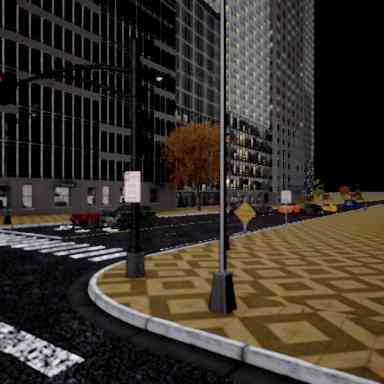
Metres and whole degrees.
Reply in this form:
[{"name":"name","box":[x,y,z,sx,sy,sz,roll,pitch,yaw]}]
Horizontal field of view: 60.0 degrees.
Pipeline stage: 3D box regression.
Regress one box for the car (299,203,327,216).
[{"name":"car","box":[16.177,2.349,44.291,1.837,1.490,4.892,0,-1,33]}]

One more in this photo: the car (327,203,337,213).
[{"name":"car","box":[21.776,2.505,53.056,1.882,1.535,5.008,0,-1,33]}]

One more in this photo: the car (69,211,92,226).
[{"name":"car","box":[-7.232,1.934,26.251,1.895,1.301,4.718,0,-1,33]}]

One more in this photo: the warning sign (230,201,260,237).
[{"name":"warning sign","box":[2.996,1.452,18.646,1.300,1.860,1.060,1,1,33]}]

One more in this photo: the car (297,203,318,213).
[{"name":"car","box":[19.044,2.570,54.816,2.033,1.411,5.357,0,-1,33]}]

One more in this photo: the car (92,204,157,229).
[{"name":"car","box":[-4.616,1.686,24.309,2.097,1.767,4.553,0,-1,33]}]

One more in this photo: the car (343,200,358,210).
[{"name":"car","box":[31.377,2.531,65.843,2.150,2.045,5.566,0,-1,33]}]

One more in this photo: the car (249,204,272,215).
[{"name":"car","box":[9.346,2.341,45.902,2.033,1.411,5.357,0,-1,33]}]

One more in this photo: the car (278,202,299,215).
[{"name":"car","box":[13.640,2.198,46.347,2.097,1.767,4.553,0,-1,33]}]

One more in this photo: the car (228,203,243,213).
[{"name":"car","box":[7.284,2.358,48.686,2.033,1.411,5.357,0,-1,33]}]
